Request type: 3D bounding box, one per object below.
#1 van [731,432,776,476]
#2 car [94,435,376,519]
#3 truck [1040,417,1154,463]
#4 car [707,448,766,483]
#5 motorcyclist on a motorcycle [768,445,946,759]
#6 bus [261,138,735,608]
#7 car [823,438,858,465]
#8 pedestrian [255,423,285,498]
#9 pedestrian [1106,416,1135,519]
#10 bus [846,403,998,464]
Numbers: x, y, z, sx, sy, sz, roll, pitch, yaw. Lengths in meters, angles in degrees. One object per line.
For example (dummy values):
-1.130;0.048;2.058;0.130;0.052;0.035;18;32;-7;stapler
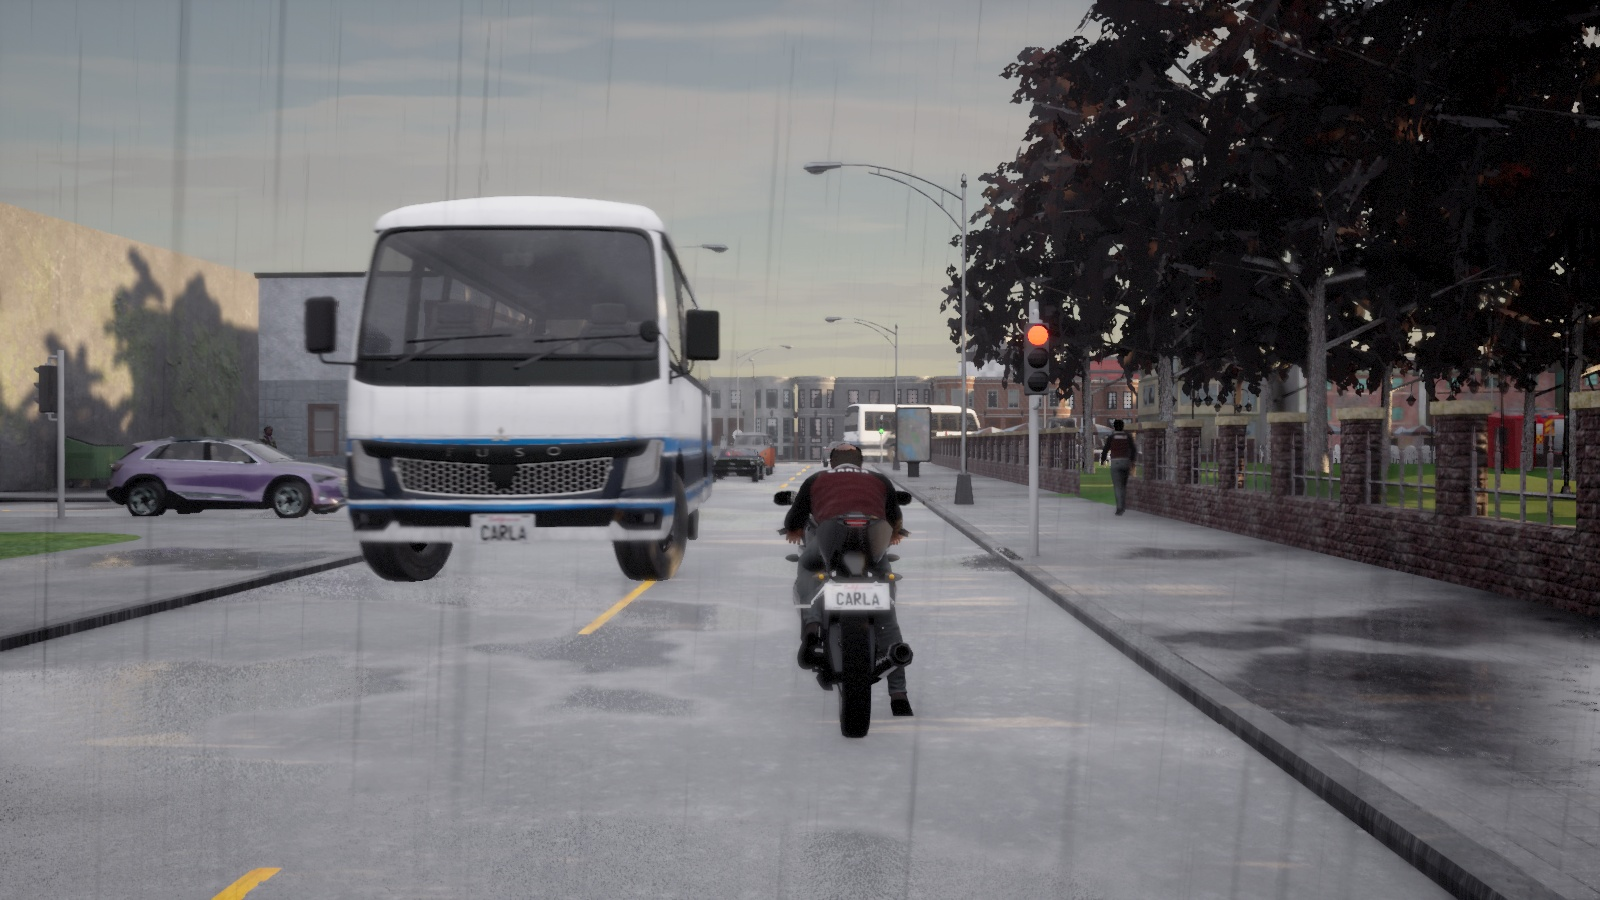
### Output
-2.134;0.169;58.141;1.775;1.987;4.442;0;0;2;van
-11.438;0.523;25.644;4.856;1.649;2.033;0;0;2;car
22.212;-0.750;94.248;7.936;3.462;2.891;0;0;2;truck
-2.426;0.568;49.116;1.895;1.301;4.718;0;0;2;car
0.271;0.741;7.237;0.866;1.530;2.191;0;0;0;motorcyclist on a motorcycle
-3.002;-0.726;16.547;3.944;4.253;10.273;0;0;-1;bus
2.551;0.080;79.278;2.152;1.651;5.027;0;0;2;car
-13.830;0.260;32.760;0.692;1.930;0.395;0;0;34;pedestrian
6.110;0.326;23.987;0.402;1.930;0.666;0;0;2;pedestrian
8.891;-1.141;91.753;10.273;4.253;3.944;0;-1;-18;bus
